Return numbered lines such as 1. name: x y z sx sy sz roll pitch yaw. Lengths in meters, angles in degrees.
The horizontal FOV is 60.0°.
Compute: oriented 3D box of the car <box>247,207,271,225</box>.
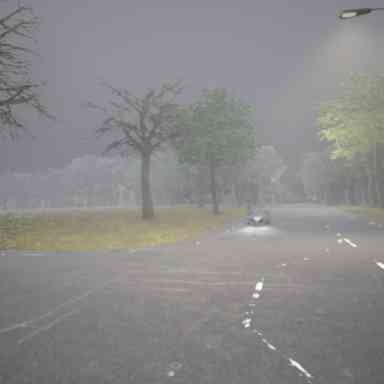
1. car: 6.047 2.108 29.834 2.128 1.511 4.902 -3 -2 16
